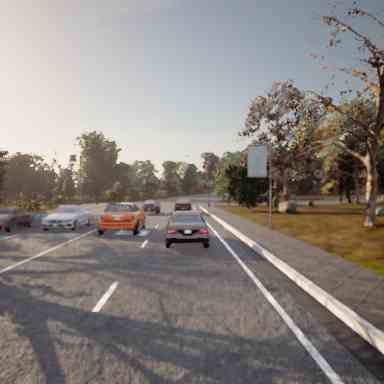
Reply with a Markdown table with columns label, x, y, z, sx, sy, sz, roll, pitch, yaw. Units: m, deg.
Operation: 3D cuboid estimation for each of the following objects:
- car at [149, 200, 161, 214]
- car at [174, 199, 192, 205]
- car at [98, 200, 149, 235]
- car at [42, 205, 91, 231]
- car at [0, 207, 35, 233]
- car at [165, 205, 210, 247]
| label | x | y | z | sx | sy | sz | roll | pitch | yaw |
| --- | --- | --- | --- | --- | --- | --- | --- | --- | --- |
| car | -4.465 | 1.592 | 36.336 | 1.812 | 1.442 | 4.674 | 0 | 0 | -2 |
| car | -0.974 | 1.541 | 36.688 | 1.882 | 1.535 | 5.008 | 0 | 0 | -2 |
| car | -3.883 | 1.364 | 19.093 | 2.097 | 1.767 | 4.553 | 0 | 0 | -2 |
| car | -7.627 | 1.544 | 20.663 | 1.812 | 1.442 | 4.674 | 0 | 0 | -2 |
| car | -11.101 | 1.585 | 19.841 | 1.994 | 1.385 | 4.181 | 0 | 0 | -2 |
| car | -0.239 | 1.551 | 15.075 | 2.033 | 1.411 | 5.357 | 0 | 0 | -2 |
